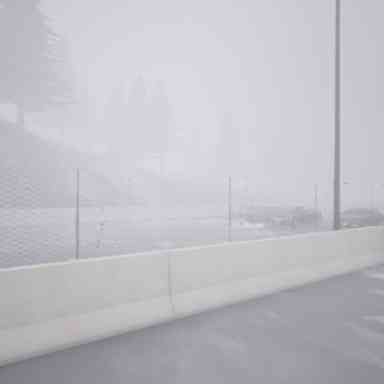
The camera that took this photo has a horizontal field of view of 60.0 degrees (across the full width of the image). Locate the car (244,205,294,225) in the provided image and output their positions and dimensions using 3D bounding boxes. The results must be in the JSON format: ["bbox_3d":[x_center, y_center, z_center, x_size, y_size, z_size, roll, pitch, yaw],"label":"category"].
[{"bbox_3d":[6.395,1.847,27.343,4.181,1.385,1.994,1,-1,-42],"label":"car"}]

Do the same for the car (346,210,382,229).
[{"bbox_3d":[11.249,1.776,22.285,4.892,1.490,1.837,1,-1,-42],"label":"car"}]
